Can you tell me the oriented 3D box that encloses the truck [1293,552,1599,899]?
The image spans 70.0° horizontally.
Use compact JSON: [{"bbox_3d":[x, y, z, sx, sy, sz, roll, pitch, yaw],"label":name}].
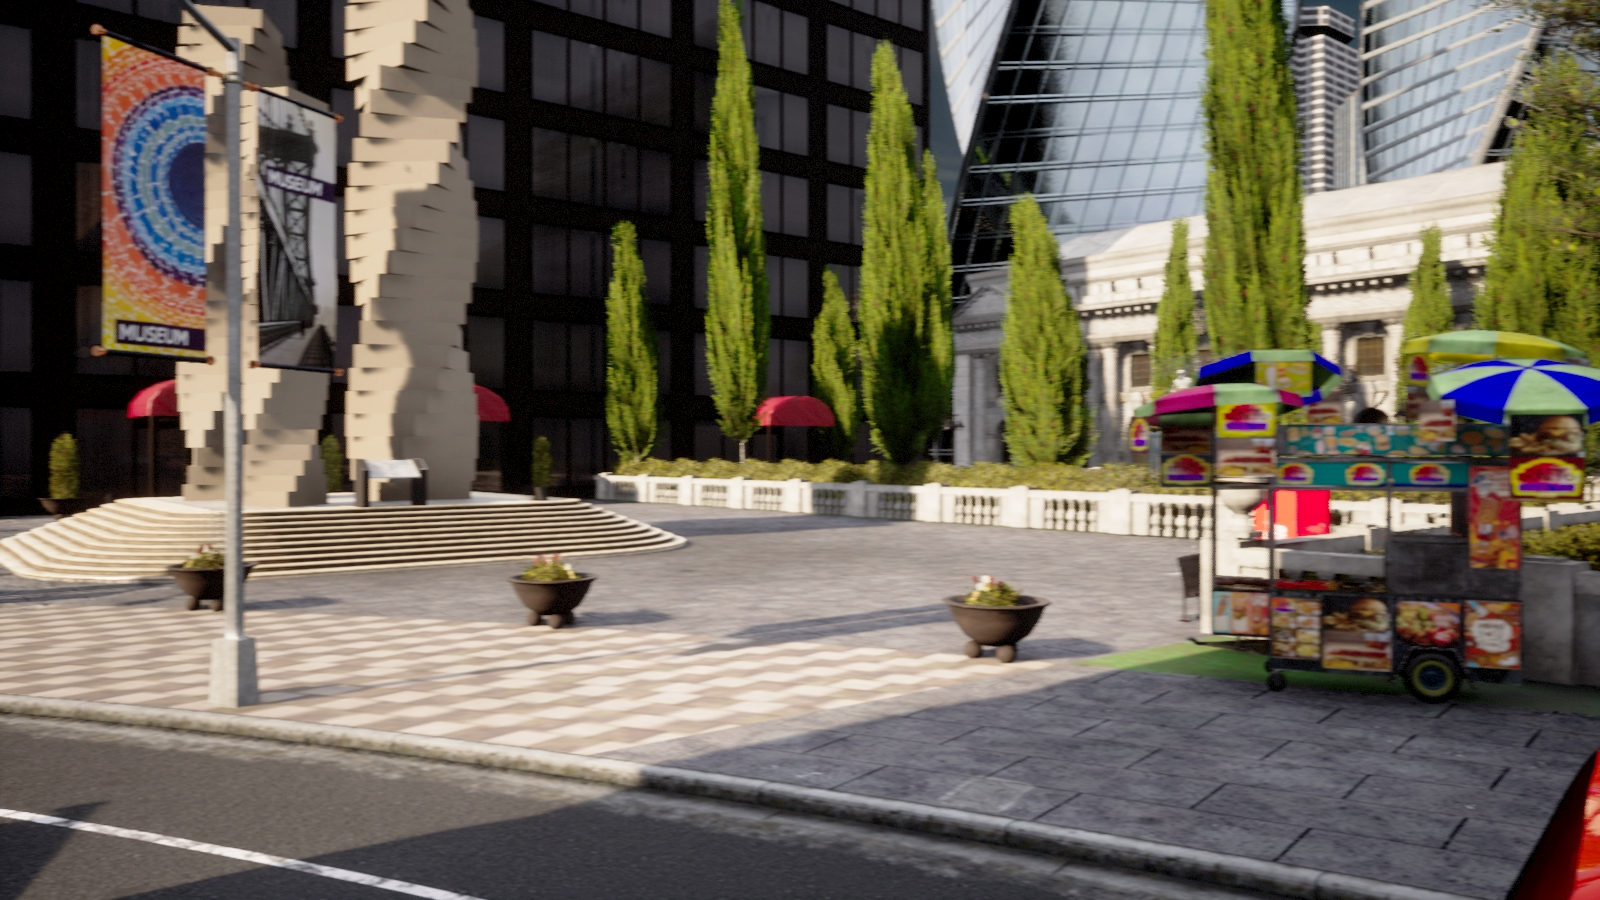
[{"bbox_3d":[3.617,1.564,1.227,5.204,2.467,2.627,0,-1,37],"label":"truck"}]
